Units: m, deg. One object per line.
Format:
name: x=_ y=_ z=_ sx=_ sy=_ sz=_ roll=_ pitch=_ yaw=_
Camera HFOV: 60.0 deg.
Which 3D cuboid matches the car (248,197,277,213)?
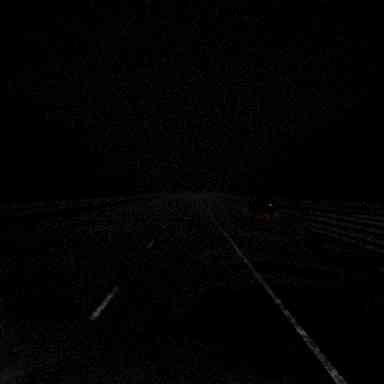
car: x=7.719 y=1.395 z=36.551 sx=2.033 sy=1.649 sz=4.856 roll=0 pitch=0 yaw=-9
